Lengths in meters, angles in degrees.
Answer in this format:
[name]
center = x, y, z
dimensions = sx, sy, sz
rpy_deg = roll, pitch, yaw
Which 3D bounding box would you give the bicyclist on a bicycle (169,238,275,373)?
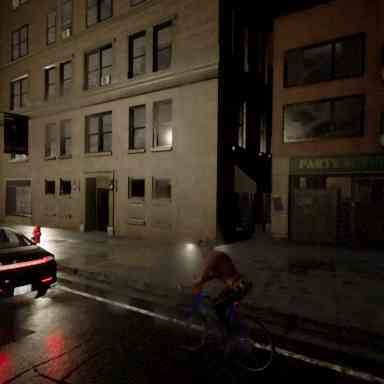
[bicyclist on a bicycle]
center = 0.324, 1.452, 4.447
dimensions = 1.656, 1.620, 0.582
rpy_deg = 0, 0, 36

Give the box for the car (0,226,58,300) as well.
[car]
center = -4.900, 1.490, 7.225
dimensions = 4.902, 1.511, 2.128
rpy_deg = 0, 0, 36
